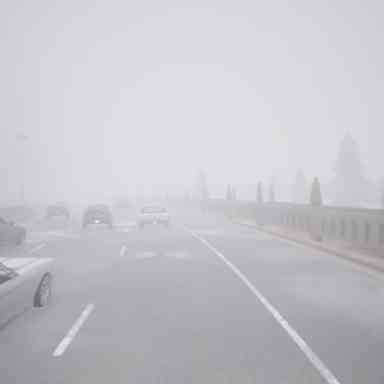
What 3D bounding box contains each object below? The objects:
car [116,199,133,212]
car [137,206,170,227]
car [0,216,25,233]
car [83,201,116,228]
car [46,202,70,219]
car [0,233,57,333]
[{"bbox_3d":[-8.345,1.570,39.956,1.837,1.490,4.892,0,0,-22],"label":"car"},{"bbox_3d":[-2.793,1.624,22.966,1.895,1.301,4.718,0,0,-13],"label":"car"},{"bbox_3d":[-7.993,1.570,12.654,1.812,1.442,4.674,0,0,-7],"label":"car"},{"bbox_3d":[-6.352,1.550,22.724,1.837,1.490,4.892,0,0,-13],"label":"car"},{"bbox_3d":[-12.247,1.617,30.543,1.812,1.442,4.674,0,0,-18],"label":"car"},{"bbox_3d":[-3.696,1.618,4.988,1.895,1.301,4.718,0,0,-3],"label":"car"}]
